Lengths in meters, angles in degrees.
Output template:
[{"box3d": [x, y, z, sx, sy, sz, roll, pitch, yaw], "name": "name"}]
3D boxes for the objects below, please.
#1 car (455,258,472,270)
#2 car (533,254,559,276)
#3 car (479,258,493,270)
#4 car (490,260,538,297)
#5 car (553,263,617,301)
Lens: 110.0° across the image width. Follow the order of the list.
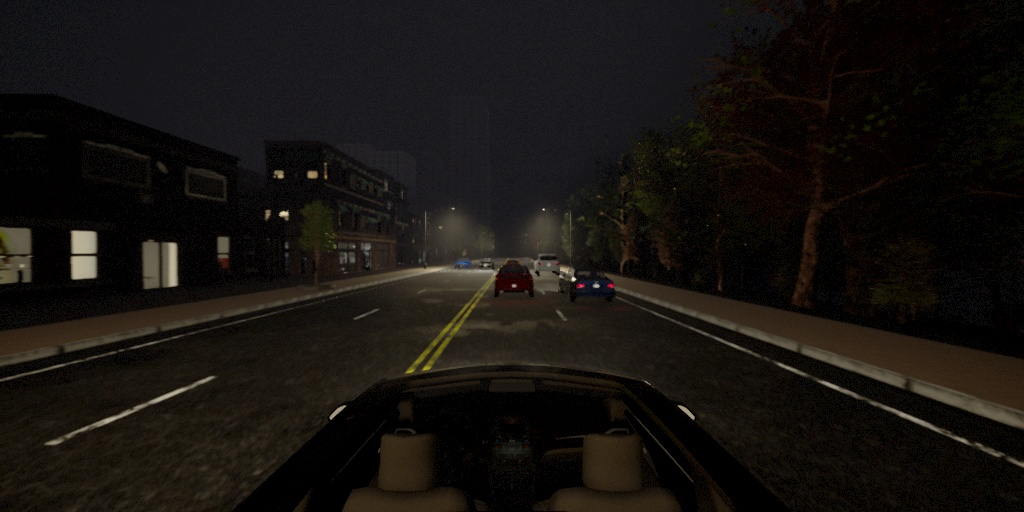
[{"box3d": [-6.570, 1.002, 48.823, 1.882, 1.535, 5.008, 0, 0, 0], "name": "car"}, {"box3d": [3.324, 0.816, 34.958, 2.150, 2.045, 5.566, 0, 1, 0], "name": "car"}, {"box3d": [-3.329, 1.019, 48.136, 2.128, 1.511, 4.902, 0, 0, 0], "name": "car"}, {"box3d": [0.095, 1.149, 18.478, 1.882, 1.535, 5.008, 0, 1, 0], "name": "car"}, {"box3d": [3.352, 1.228, 16.796, 2.033, 1.411, 5.357, 0, 0, 0], "name": "car"}]
